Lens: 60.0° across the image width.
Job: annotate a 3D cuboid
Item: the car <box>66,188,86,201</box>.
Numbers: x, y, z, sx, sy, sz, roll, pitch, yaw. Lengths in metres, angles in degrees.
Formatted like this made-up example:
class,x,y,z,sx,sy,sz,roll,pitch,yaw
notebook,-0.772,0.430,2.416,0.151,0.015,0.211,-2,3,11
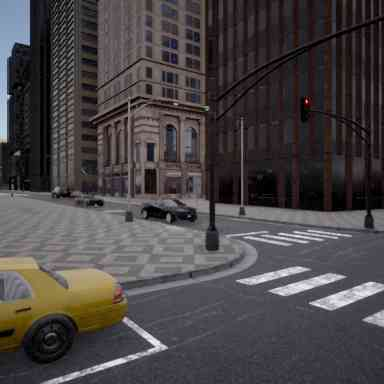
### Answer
class,x,y,z,sx,sy,sz,roll,pitch,yaw
car,-15.965,0.575,47.490,1.882,1.535,5.008,0,1,-35

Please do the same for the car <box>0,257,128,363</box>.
class,x,y,z,sx,sy,sz,roll,pitch,yaw
car,-3.283,1.525,4.308,4.829,1.417,1.752,0,0,-35

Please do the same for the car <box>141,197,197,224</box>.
class,x,y,z,sx,sy,sz,roll,pitch,yaw
car,-1.617,1.128,22.019,1.882,1.535,5.008,0,1,-36

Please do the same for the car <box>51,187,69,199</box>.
class,x,y,z,sx,sy,sz,roll,pitch,yaw
car,-21.926,0.132,55.751,2.150,2.045,5.566,0,1,-36

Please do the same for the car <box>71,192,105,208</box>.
class,x,y,z,sx,sy,sz,roll,pitch,yaw
car,-10.821,0.946,34.893,1.895,1.301,4.718,0,1,-36
